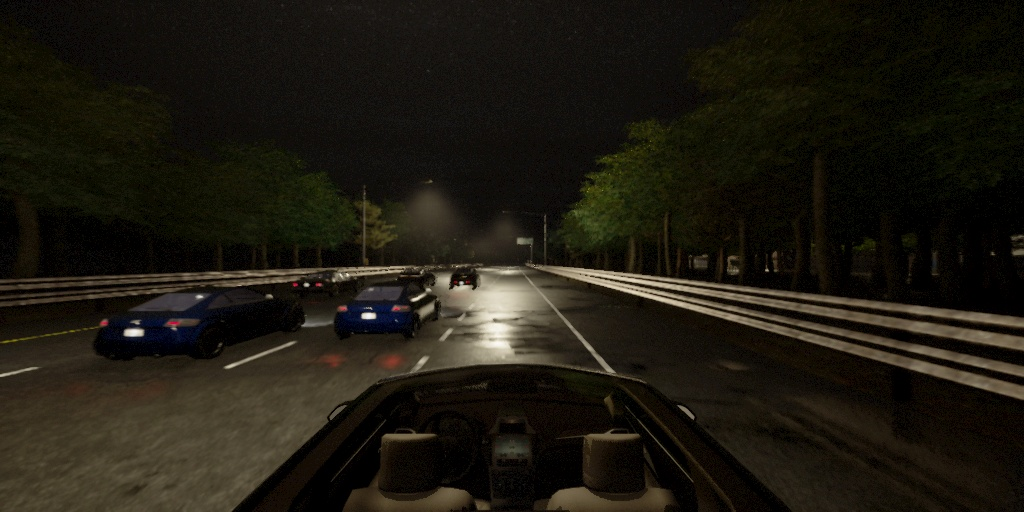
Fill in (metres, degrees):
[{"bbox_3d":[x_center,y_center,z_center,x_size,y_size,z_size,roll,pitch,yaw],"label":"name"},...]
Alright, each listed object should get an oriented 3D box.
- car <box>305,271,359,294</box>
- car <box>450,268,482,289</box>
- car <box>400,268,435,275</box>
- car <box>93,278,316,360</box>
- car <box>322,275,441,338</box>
[{"bbox_3d":[-10.381,1.556,20.639,2.033,1.411,5.357,0,-1,0],"label":"car"},{"bbox_3d":[-3.369,1.611,26.384,1.837,1.490,4.892,0,-1,0],"label":"car"},{"bbox_3d":[-6.870,1.594,26.237,2.128,1.511,4.902,0,-1,0],"label":"car"},{"bbox_3d":[-6.898,1.396,8.552,1.994,1.385,4.181,0,-1,0],"label":"car"},{"bbox_3d":[-3.396,1.422,10.515,1.994,1.385,4.181,0,-1,0],"label":"car"}]
